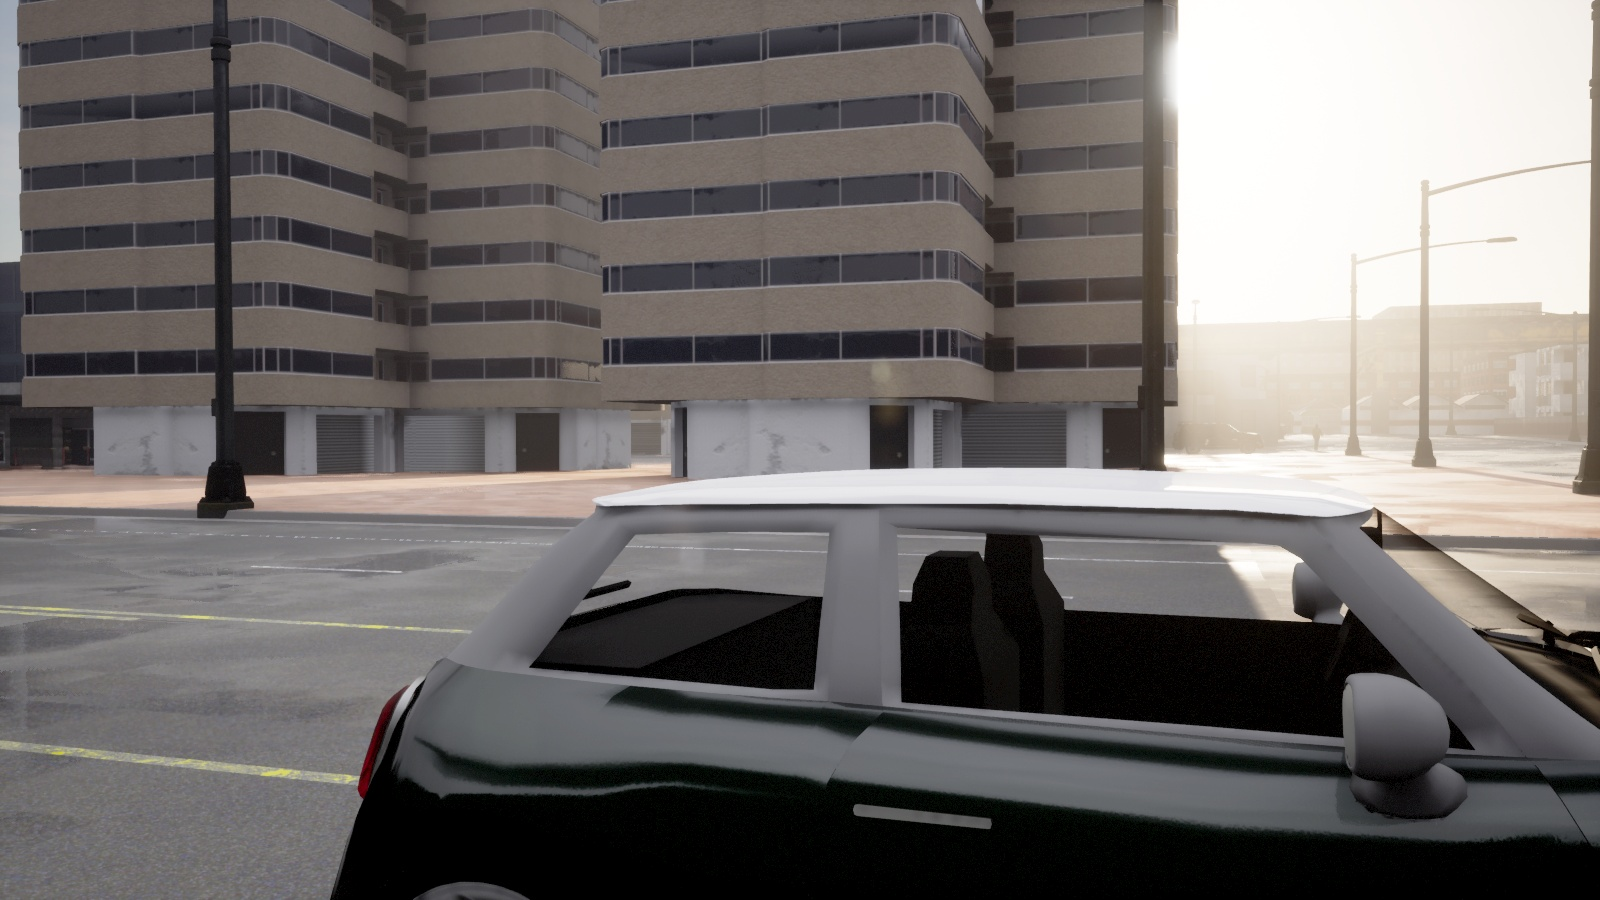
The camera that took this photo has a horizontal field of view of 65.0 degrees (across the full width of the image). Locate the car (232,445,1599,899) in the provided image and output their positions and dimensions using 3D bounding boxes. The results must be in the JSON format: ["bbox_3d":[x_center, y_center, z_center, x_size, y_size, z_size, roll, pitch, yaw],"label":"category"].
[{"bbox_3d":[0.941,0.749,2.925,3.806,1.475,1.970,1,1,19],"label":"car"}]

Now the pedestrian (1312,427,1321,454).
[{"bbox_3d":[35.491,-0.636,86.240,0.431,1.840,0.709,0,1,13],"label":"pedestrian"}]

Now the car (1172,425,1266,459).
[{"bbox_3d":[26.458,-0.517,79.452,5.566,2.045,2.150,0,1,17],"label":"car"}]
